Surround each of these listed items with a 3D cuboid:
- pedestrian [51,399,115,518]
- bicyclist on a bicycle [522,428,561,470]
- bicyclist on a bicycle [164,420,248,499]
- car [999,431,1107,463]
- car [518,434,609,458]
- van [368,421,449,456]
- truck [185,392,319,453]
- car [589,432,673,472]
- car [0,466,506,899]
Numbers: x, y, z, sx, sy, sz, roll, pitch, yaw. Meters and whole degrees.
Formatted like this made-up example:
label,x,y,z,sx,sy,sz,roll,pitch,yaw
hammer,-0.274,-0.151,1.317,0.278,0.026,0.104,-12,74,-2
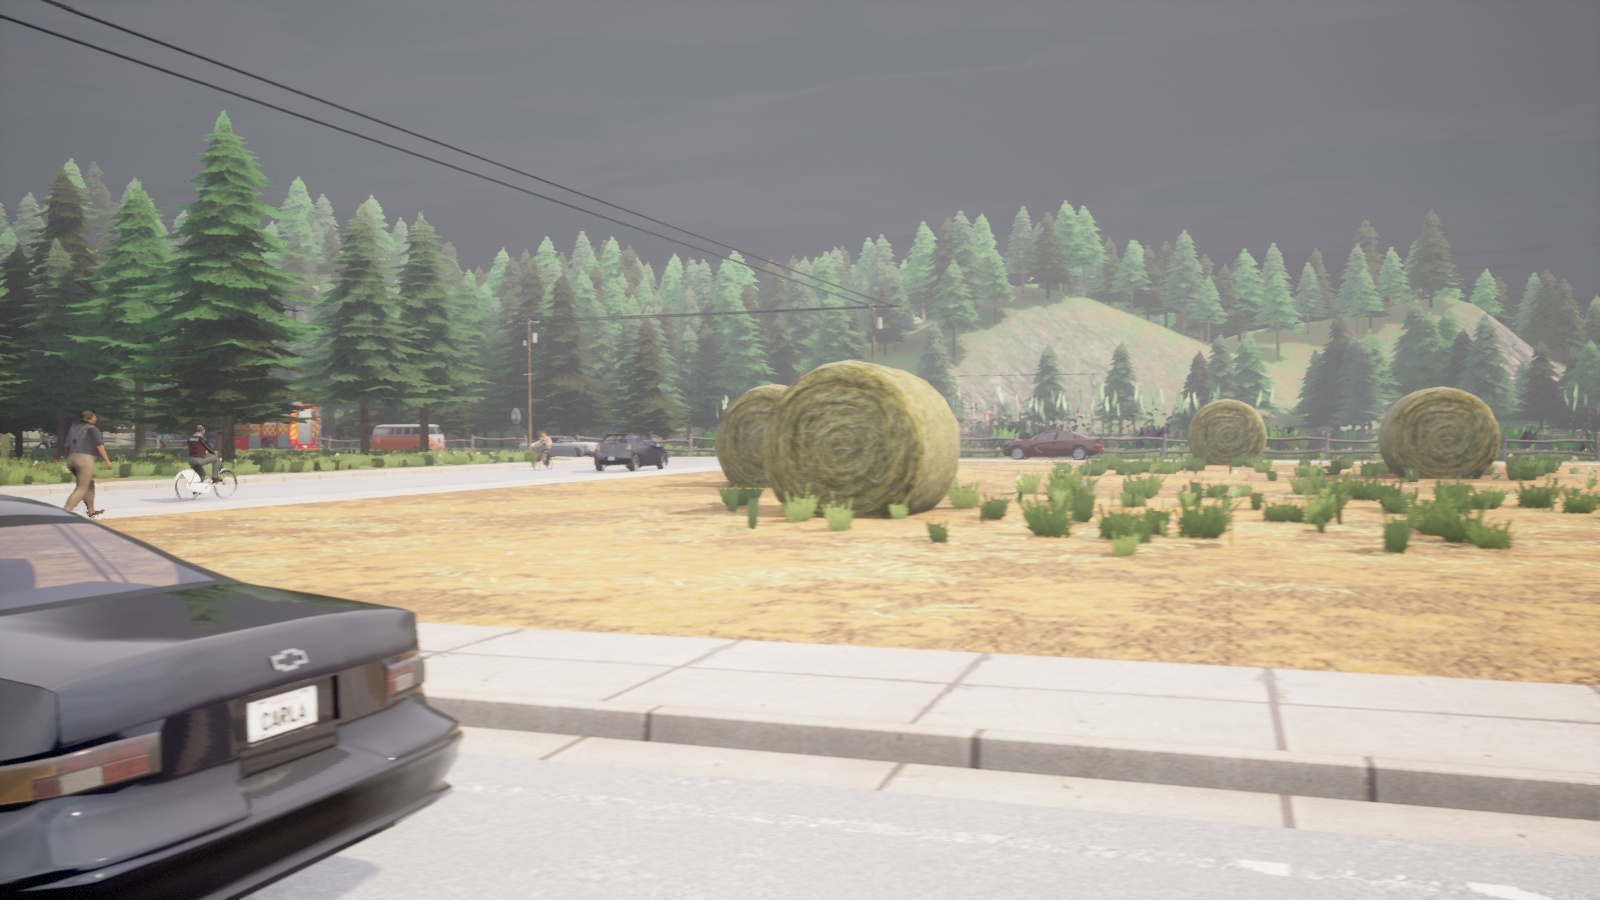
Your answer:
label,x,y,z,sx,sy,sz,roll,pitch,yaw
pedestrian,-11.421,0.124,20.003,0.540,1.848,0.694,1,1,24
bicyclist on a bicycle,-10.273,-0.046,49.862,0.866,1.612,1.509,1,1,19
bicyclist on a bicycle,-13.853,0.201,29.341,0.659,1.776,1.843,1,1,20
car,12.684,-0.156,63.014,5.008,1.535,1.882,1,1,22
car,-13.188,-0.247,69.888,4.718,1.301,1.895,1,1,23
van,-23.024,-0.698,73.887,4.442,1.987,1.775,1,1,22
truck,-36.046,-1.798,82.555,8.468,3.827,2.891,1,1,21
car,-6.628,0.050,49.650,1.845,1.501,3.633,1,1,20
car,-3.950,0.783,4.518,5.357,1.411,2.033,1,1,19
